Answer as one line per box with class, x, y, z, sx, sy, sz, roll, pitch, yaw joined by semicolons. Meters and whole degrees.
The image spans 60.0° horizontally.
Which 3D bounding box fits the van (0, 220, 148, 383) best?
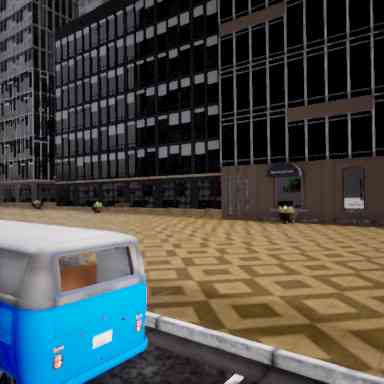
van;-2.460;1.341;4.647;3.998;1.788;1.690;0;-1;36
